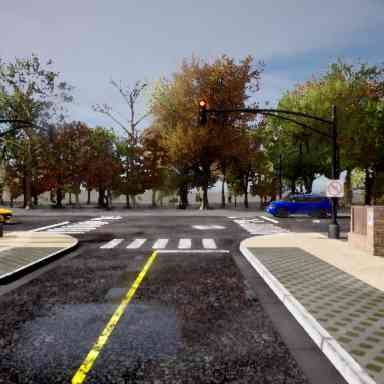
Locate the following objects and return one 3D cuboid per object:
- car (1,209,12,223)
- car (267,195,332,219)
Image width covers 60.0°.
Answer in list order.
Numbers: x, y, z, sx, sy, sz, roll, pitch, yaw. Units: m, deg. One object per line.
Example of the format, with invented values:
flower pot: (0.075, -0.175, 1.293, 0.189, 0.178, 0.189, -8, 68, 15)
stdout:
car: (-15.084, 1.423, 22.922, 5.008, 1.535, 1.882, 0, 0, 0)
car: (9.537, 1.266, 29.602, 5.566, 2.045, 2.150, 0, 0, 0)
